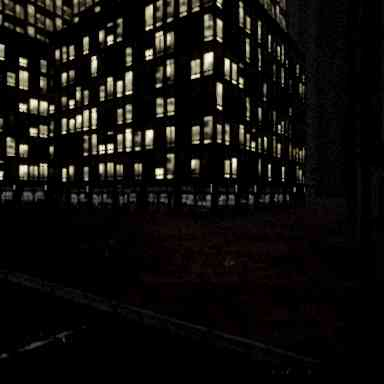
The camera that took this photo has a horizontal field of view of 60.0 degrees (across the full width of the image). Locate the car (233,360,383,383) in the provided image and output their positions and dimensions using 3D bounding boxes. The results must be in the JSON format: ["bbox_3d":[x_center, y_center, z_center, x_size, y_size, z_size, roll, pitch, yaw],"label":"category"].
[{"bbox_3d":[1.987,1.587,1.442,4.206,1.307,1.802,0,0,35],"label":"car"}]
